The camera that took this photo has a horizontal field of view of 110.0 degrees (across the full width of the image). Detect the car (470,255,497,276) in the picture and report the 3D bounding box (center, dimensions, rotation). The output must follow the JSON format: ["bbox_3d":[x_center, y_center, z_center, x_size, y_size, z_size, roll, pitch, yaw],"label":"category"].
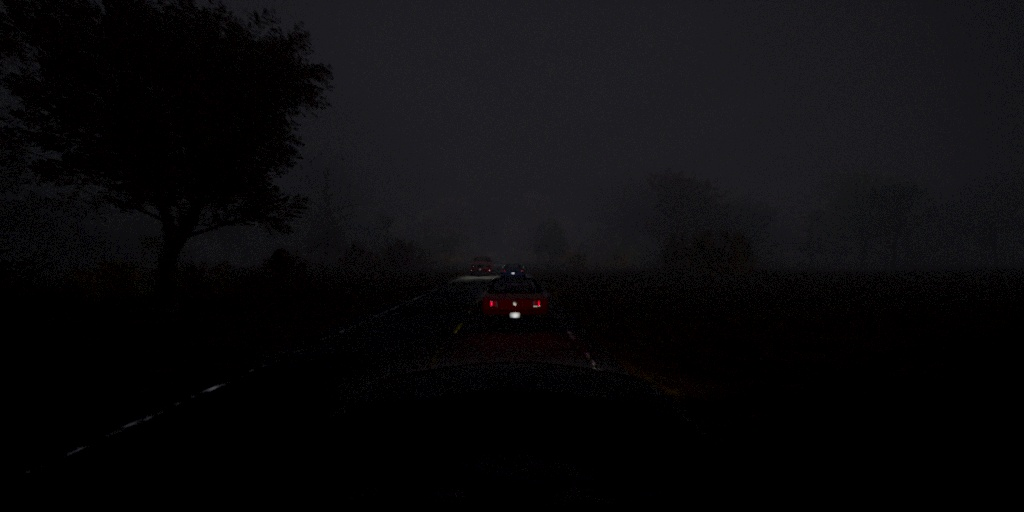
[{"bbox_3d":[-3.099,0.952,37.799,2.150,2.045,5.566,0,0,0],"label":"car"}]

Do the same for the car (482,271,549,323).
[{"bbox_3d":[0.092,1.348,12.148,1.895,1.301,4.718,0,0,0],"label":"car"}]

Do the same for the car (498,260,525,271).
[{"bbox_3d":[0.091,1.301,29.511,1.994,1.385,4.181,0,0,0],"label":"car"}]
